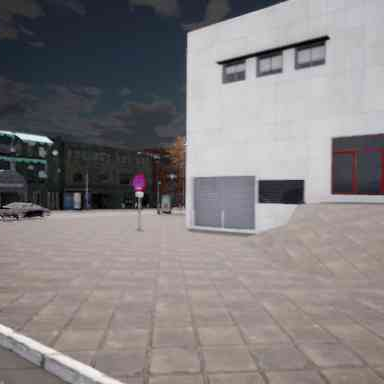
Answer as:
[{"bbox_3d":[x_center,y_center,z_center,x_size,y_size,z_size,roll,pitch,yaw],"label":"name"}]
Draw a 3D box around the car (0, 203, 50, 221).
[{"bbox_3d":[-15.073,1.737,30.212,2.128,1.511,4.902,0,-1,18],"label":"car"}]
